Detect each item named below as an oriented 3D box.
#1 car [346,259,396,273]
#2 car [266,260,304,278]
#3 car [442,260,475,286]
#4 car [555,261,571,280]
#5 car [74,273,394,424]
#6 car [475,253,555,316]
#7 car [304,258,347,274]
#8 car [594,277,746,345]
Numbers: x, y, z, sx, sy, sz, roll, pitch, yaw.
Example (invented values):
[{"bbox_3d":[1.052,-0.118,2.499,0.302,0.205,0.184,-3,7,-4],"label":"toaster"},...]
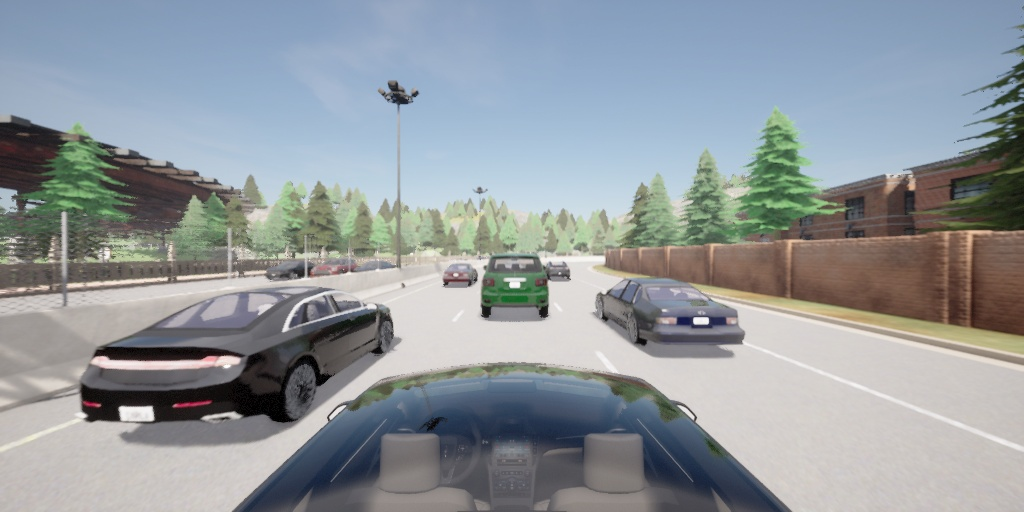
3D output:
[{"bbox_3d":[-10.571,1.102,27.794,1.882,1.535,5.008,0,0,0],"label":"car"},{"bbox_3d":[-17.555,1.097,28.944,1.882,1.535,5.008,0,0,1],"label":"car"},{"bbox_3d":[-3.412,1.189,24.297,2.033,1.411,5.357,0,0,0],"label":"car"},{"bbox_3d":[3.599,1.108,29.380,2.128,1.511,4.902,0,0,0],"label":"car"},{"bbox_3d":[-3.438,1.224,5.725,2.128,1.511,4.902,0,0,0],"label":"car"},{"bbox_3d":[0.093,0.917,13.117,2.150,2.045,5.566,0,0,0],"label":"car"},{"bbox_3d":[-14.048,0.973,28.697,2.097,1.767,4.553,0,0,1],"label":"car"},{"bbox_3d":[3.584,1.261,9.292,2.033,1.411,5.357,0,0,0],"label":"car"}]
